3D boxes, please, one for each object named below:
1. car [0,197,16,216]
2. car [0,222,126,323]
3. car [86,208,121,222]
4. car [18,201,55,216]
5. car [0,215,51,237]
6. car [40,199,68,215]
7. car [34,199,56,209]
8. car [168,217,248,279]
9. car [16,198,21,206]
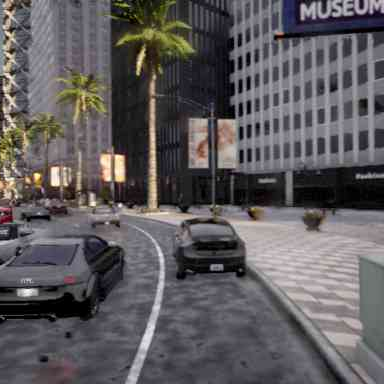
[{"bbox_3d":[-13.343,1.373,22.380,2.150,2.045,5.566,-1,0,-26],"label":"car"},{"bbox_3d":[-2.740,1.624,7.450,1.994,1.385,4.181,-1,0,-1],"label":"car"},{"bbox_3d":[-6.514,1.769,23.992,1.895,1.301,4.718,-1,0,-24],"label":"car"},{"bbox_3d":[-14.144,1.842,30.035,1.994,1.385,4.181,0,0,-34],"label":"car"},{"bbox_3d":[-6.441,1.719,11.435,1.895,1.301,4.718,-1,0,-7],"label":"car"},{"bbox_3d":[-16.063,1.686,38.588,2.097,1.767,4.553,0,0,-36],"label":"car"},{"bbox_3d":[-24.049,1.967,54.421,2.231,1.521,4.892,0,0,-37],"label":"car"},{"bbox_3d":[0.353,1.541,10.242,1.837,1.490,4.892,-1,0,-5],"label":"car"},{"bbox_3d":[-41.732,2.132,77.877,2.185,1.767,4.553,0,0,-37],"label":"car"}]
